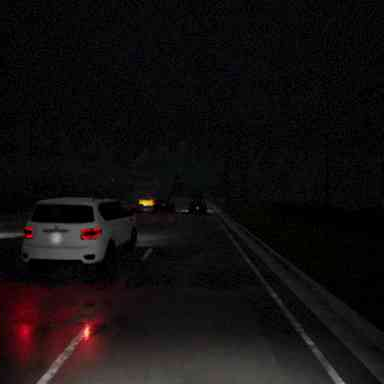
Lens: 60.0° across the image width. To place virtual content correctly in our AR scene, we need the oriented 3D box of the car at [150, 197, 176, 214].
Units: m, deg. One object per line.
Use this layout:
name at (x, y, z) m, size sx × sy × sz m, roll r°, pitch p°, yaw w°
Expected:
car at (-2.886, 1.334, 35.607) m, size 2.097 × 1.767 × 4.553 m, roll 1°, pitch 0°, yaw 1°

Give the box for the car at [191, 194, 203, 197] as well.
car at (0.721, 1.273, 46.932) m, size 2.150 × 2.045 × 5.566 m, roll 1°, pitch 0°, yaw 1°

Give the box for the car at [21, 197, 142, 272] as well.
car at (-3.266, 1.179, 10.765) m, size 2.150 × 2.045 × 5.566 m, roll 1°, pitch 0°, yaw 1°

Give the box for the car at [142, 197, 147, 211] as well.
car at (-6.481, 1.526, 36.154) m, size 1.895 × 1.301 × 4.718 m, roll 1°, pitch 0°, yaw 1°

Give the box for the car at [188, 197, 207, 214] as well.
car at (0.611, 1.603, 36.219) m, size 1.994 × 1.385 × 4.181 m, roll 1°, pitch 0°, yaw 2°

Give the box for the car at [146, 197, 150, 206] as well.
car at (-6.283, 1.415, 47.833) m, size 1.882 × 1.535 × 5.008 m, roll 1°, pitch 0°, yaw 1°

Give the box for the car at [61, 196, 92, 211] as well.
car at (-13.338, 1.294, 38.752) m, size 1.882 × 1.535 × 5.008 m, roll 1°, pitch 0°, yaw 1°

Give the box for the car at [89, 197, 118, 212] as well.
car at (-9.857, 1.349, 37.571) m, size 1.882 × 1.535 × 5.008 m, roll 1°, pitch 0°, yaw 1°
